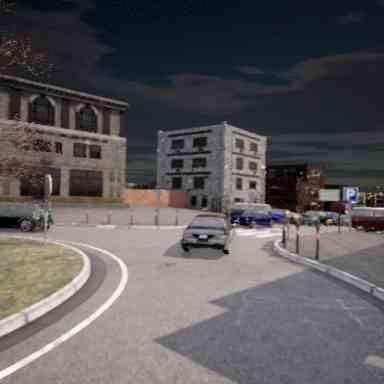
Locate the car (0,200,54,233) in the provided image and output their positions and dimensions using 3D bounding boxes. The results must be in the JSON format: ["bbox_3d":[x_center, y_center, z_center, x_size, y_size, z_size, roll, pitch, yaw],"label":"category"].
[{"bbox_3d":[-10.391,1.268,18.892,4.553,1.767,2.097,2,0,4],"label":"car"}]

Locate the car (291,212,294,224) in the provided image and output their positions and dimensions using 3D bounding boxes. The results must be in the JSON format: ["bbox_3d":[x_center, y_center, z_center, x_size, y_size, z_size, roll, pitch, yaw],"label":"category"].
[{"bbox_3d":[11.150,3.109,41.297,5.366,1.575,1.946,1,-4,38],"label":"car"}]

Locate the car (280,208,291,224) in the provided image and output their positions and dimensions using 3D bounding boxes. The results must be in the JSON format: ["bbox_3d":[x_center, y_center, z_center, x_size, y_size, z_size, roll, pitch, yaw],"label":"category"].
[{"bbox_3d":[7.777,2.635,36.713,5.008,1.535,2.097,1,-4,38],"label":"car"}]

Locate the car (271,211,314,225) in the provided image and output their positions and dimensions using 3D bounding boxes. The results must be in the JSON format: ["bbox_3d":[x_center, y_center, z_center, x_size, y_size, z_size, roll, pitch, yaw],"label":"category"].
[{"bbox_3d":[13.035,3.381,43.349,4.792,1.488,2.163,1,-4,38],"label":"car"}]

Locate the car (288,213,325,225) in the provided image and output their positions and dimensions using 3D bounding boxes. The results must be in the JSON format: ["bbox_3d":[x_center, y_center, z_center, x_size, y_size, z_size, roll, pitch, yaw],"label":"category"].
[{"bbox_3d":[16.373,3.854,47.640,4.674,1.452,2.002,1,-4,38],"label":"car"}]

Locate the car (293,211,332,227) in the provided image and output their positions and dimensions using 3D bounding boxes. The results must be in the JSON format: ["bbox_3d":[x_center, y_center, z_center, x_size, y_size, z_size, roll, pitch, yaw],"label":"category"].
[{"bbox_3d":[13.234,2.817,36.217,2.097,1.767,4.553,1,-4,38],"label":"car"}]

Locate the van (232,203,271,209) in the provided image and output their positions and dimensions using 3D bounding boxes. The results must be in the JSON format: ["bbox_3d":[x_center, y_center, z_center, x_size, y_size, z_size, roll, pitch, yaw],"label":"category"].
[{"bbox_3d":[5.993,2.196,34.618,4.442,1.987,1.878,1,-3,38],"label":"van"}]

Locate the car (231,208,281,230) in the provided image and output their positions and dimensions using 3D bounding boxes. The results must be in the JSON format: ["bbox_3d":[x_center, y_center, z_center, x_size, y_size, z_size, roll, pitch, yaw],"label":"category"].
[{"bbox_3d":[4.679,2.106,25.405,1.895,1.301,4.718,1,-2,39],"label":"car"}]

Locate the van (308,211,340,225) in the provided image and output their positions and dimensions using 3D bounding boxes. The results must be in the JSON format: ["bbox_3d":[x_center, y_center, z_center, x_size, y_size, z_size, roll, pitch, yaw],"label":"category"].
[{"bbox_3d":[21.450,4.297,54.290,4.442,1.987,1.878,1,-4,38],"label":"van"}]

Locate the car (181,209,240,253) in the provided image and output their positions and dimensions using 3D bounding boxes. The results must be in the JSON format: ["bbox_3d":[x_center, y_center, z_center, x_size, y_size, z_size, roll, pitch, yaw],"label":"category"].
[{"bbox_3d":[0.851,1.691,14.496,2.033,1.411,5.357,1,-1,10],"label":"car"}]

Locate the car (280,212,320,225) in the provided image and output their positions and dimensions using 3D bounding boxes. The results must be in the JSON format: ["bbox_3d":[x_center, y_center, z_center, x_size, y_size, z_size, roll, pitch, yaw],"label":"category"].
[{"bbox_3d":[14.731,3.628,45.550,4.674,1.452,2.002,1,-4,38],"label":"car"}]

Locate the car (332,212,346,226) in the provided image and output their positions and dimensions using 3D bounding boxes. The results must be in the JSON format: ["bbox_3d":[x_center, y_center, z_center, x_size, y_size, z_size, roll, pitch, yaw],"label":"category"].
[{"bbox_3d":[21.218,3.915,46.332,2.097,1.767,4.553,1,-4,39],"label":"car"}]

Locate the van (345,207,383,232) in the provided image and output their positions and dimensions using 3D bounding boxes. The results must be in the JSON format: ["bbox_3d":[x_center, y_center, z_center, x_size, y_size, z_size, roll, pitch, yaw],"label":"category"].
[{"bbox_3d":[14.305,2.189,24.864,4.442,1.987,1.878,1,-3,38],"label":"van"}]

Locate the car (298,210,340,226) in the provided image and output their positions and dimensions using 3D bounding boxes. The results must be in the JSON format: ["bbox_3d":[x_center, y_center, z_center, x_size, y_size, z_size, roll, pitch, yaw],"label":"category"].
[{"bbox_3d":[19.803,4.036,52.049,5.566,2.045,2.435,1,-4,38],"label":"car"}]
